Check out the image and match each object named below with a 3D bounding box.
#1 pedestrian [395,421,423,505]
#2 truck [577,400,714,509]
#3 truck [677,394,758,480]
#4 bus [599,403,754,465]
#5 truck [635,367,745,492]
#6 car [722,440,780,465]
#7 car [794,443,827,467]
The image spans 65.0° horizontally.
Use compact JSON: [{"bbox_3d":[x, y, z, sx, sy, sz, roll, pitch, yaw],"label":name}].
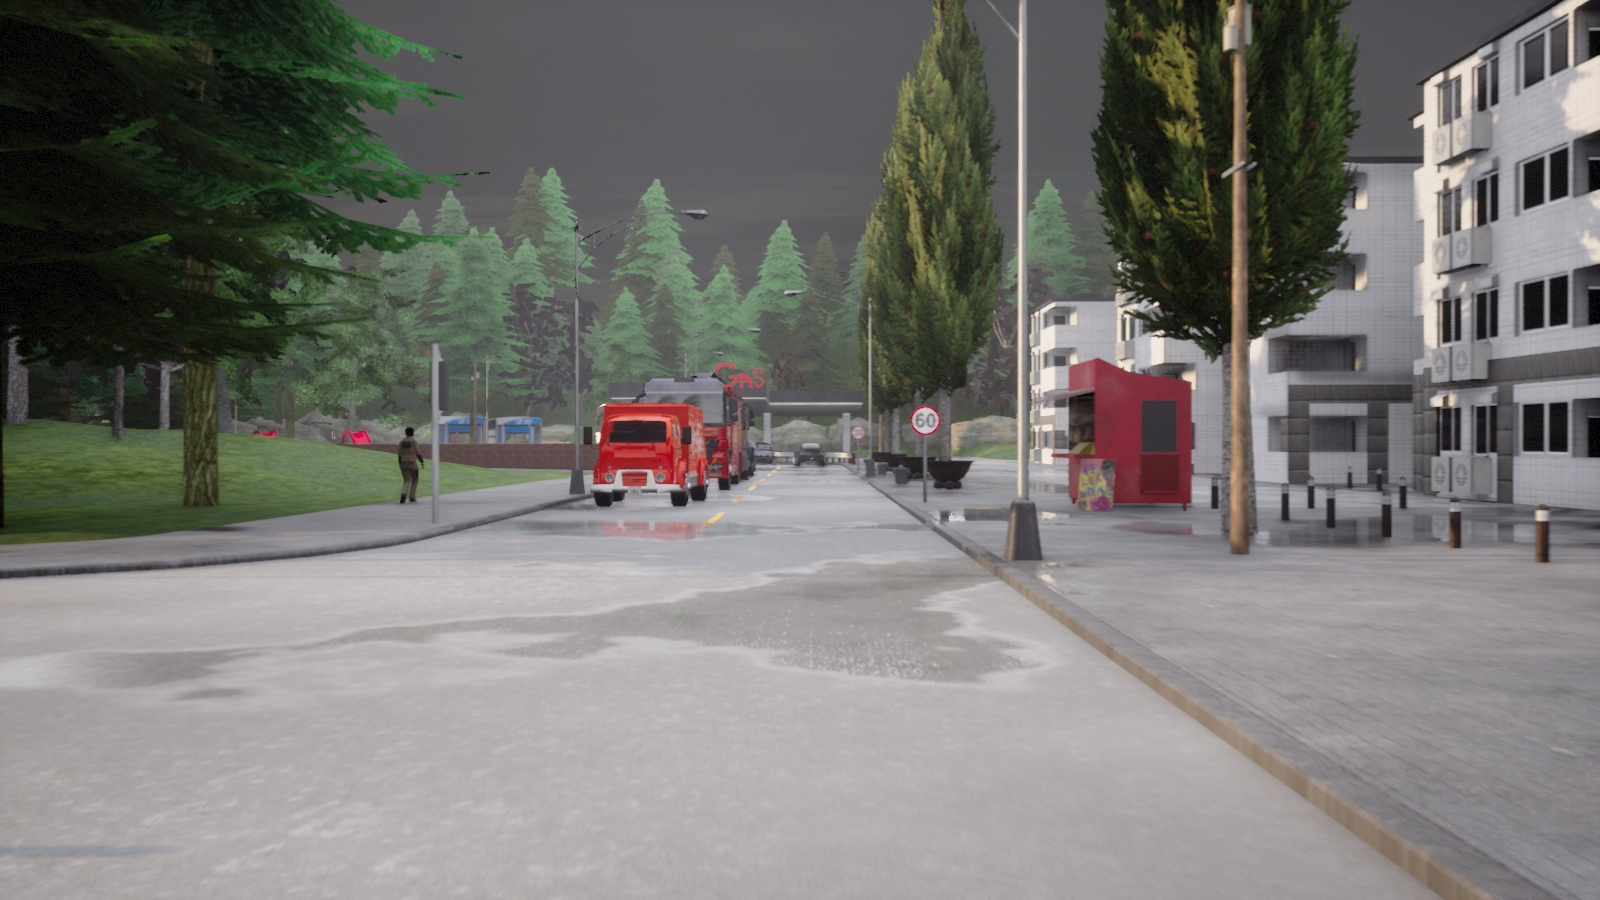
[{"bbox_3d":[-9.087,0.291,29.213,0.396,1.930,0.692,0,0,5],"label":"pedestrian"},{"bbox_3d":[-3.671,0.087,30.949,2.627,2.467,5.204,0,0,1],"label":"truck"},{"bbox_3d":[-3.449,-0.538,54.207,2.891,3.462,7.936,0,0,1],"label":"truck"},{"bbox_3d":[-8.812,-1.132,89.517,10.273,4.253,3.944,0,1,-24],"label":"bus"},{"bbox_3d":[-3.574,-0.657,42.846,2.891,3.827,8.468,0,0,1],"label":"truck"},{"bbox_3d":[-3.598,0.171,91.477,2.033,1.649,4.856,2,-1,-33],"label":"car"},{"bbox_3d":[0.651,0.298,81.935,1.837,1.490,4.892,0,0,-4],"label":"car"}]
